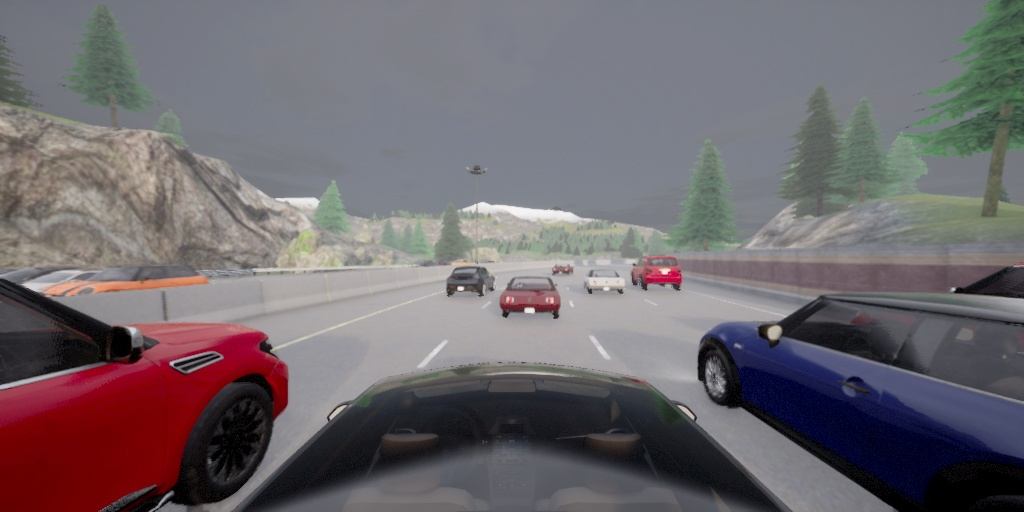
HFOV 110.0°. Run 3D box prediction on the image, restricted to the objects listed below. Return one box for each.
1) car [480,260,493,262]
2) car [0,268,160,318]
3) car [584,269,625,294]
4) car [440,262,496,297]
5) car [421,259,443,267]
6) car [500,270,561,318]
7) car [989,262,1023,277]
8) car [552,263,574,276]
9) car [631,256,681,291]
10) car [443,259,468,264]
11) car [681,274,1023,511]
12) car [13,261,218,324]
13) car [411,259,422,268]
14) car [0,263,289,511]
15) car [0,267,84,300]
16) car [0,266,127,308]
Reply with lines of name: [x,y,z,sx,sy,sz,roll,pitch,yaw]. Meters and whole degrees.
car: [-4.143,1.330,54.520,1.837,1.490,4.892,0,-1,21]
car: [-16.930,1.254,13.863,1.812,1.442,4.674,0,0,5]
car: [5.156,1.393,20.569,1.895,1.301,4.718,0,0,8]
car: [-2.088,1.277,19.192,1.837,1.490,4.892,0,0,7]
car: [-11.452,1.370,54.922,1.994,1.385,4.181,0,0,20]
car: [0.734,1.370,13.087,1.895,1.301,4.718,0,0,5]
car: [7.187,0.992,4.079,2.150,2.045,5.566,0,0,1]
car: [5.649,1.423,39.228,1.895,1.301,4.718,0,0,16]
car: [9.058,1.027,22.856,2.150,2.045,5.566,0,0,9]
car: [-7.939,1.291,54.375,1.882,1.535,5.008,0,0,20]
car: [3.721,1.112,3.378,2.097,1.767,4.553,0,0,1]
car: [-13.509,1.087,12.774,2.097,1.767,4.553,0,0,5]
car: [-14.252,1.294,57.455,2.128,1.511,4.902,0,0,20]
car: [-3.341,0.962,1.258,2.150,2.045,5.566,0,0,0]
car: [-23.678,1.281,16.835,1.994,1.385,4.181,0,0,6]
car: [-20.305,1.228,15.487,1.837,1.490,4.892,0,0,6]
